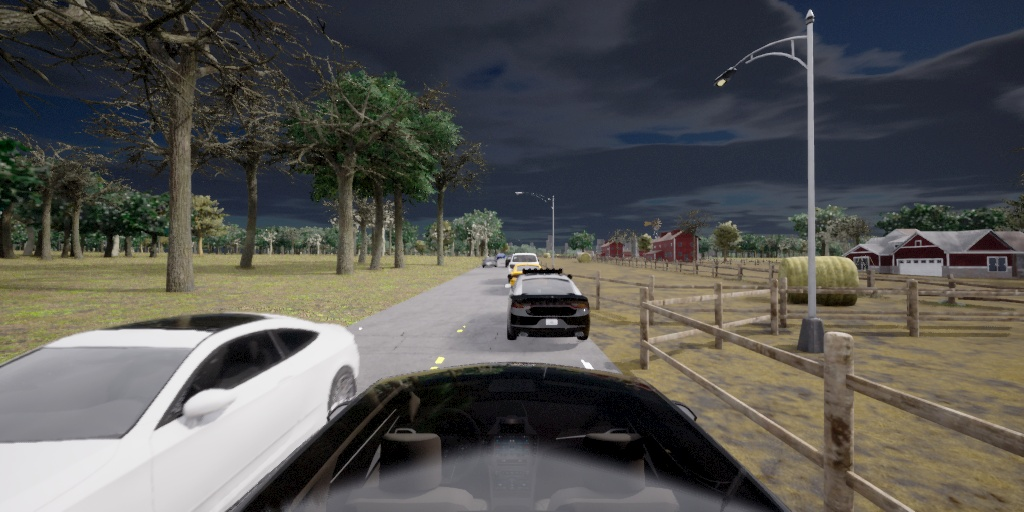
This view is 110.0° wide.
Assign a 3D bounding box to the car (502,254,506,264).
[{"bbox_3d":[0.048,0.747,49.291,1.882,1.535,5.008,0,1,1],"label":"car"}]

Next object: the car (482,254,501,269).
[{"bbox_3d":[-2.840,0.808,46.147,2.128,1.511,4.902,0,1,0],"label":"car"}]

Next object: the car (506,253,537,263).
[{"bbox_3d":[0.829,0.810,25.952,2.150,2.045,5.566,0,1,0],"label":"car"}]

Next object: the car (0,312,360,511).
[{"bbox_3d":[-2.851,1.275,2.871,1.812,1.442,4.674,0,0,0],"label":"car"}]

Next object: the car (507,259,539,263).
[{"bbox_3d":[0.828,1.134,19.921,1.882,1.535,5.008,0,1,0],"label":"car"}]

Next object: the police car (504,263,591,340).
[{"bbox_3d":[0.826,1.156,10.030,1.930,1.638,5.238,0,0,0],"label":"police car"}]
